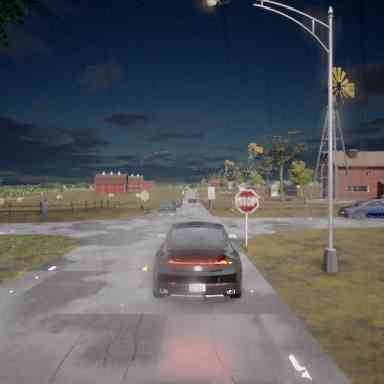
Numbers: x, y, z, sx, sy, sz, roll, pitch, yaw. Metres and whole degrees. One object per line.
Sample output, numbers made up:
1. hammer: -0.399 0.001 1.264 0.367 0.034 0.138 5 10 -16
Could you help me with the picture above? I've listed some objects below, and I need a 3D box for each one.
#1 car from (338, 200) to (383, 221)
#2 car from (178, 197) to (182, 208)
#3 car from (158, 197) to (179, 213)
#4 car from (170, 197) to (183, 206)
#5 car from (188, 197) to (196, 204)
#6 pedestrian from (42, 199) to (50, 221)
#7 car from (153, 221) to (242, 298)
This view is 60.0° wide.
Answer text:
1. car: 12.988 1.278 24.314 4.181 1.385 1.994 -1 1 -2
2. car: -2.781 1.705 49.455 1.994 1.385 4.181 0 0 0
3. car: -2.801 1.635 38.147 1.994 1.385 4.181 0 0 0
4. car: -2.744 1.742 61.214 2.128 1.511 4.902 0 -1 0
5. car: 0.099 1.999 78.923 1.812 1.442 4.674 0 -1 0
6. pedestrian: -12.120 1.465 27.530 0.375 1.860 0.375 0 2 0
7. car: 0.139 1.507 8.506 1.837 1.490 4.892 0 0 1
